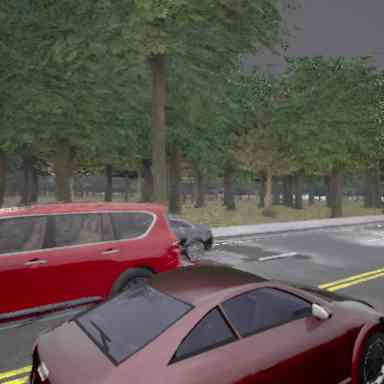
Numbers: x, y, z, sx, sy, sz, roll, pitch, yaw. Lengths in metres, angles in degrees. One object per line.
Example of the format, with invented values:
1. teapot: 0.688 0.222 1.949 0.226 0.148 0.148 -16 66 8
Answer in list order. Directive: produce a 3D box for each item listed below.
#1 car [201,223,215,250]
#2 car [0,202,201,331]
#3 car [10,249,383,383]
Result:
1. car: -1.522 1.499 10.589 4.902 1.511 2.128 0 0 -36
2. car: -2.771 1.223 5.703 5.566 2.045 2.150 0 0 -36
3. car: 0.462 1.568 3.771 4.181 1.385 1.994 0 0 -36
